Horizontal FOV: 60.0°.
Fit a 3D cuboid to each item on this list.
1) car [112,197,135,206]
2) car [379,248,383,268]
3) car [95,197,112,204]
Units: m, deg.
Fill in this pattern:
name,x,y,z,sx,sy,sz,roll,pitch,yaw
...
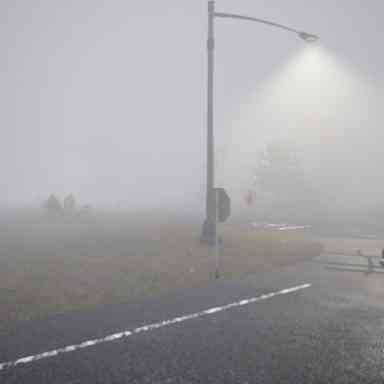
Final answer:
name,x,y,z,sx,sy,sz,roll,pitch,yaw
car,-10.621,1.460,52.690,1.994,1.385,4.181,0,0,-33
car,6.961,1.583,8.802,4.718,1.301,1.895,0,0,-35
car,-16.189,1.478,61.003,1.895,1.301,4.718,0,0,-34
